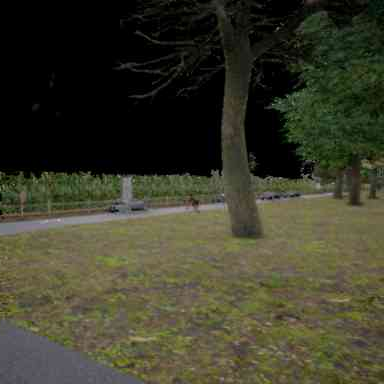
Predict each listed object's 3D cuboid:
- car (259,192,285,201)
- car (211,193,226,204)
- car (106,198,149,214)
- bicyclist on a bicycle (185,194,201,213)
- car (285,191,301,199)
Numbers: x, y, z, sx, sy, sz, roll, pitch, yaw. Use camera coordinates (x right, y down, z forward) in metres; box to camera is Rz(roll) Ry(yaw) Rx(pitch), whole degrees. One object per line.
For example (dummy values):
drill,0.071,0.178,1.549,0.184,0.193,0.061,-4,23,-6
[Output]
car,12.232,0.696,51.556,1.895,1.301,4.718,-2,0,36
car,4.526,0.829,45.784,1.882,1.535,5.008,-2,0,36
car,-5.962,1.289,31.190,1.994,1.385,4.181,-2,0,35
bicyclist on a bicycle,0.069,1.018,29.334,1.656,1.620,0.582,-1,1,36
car,17.973,0.499,59.647,1.895,1.301,4.718,-2,0,36
